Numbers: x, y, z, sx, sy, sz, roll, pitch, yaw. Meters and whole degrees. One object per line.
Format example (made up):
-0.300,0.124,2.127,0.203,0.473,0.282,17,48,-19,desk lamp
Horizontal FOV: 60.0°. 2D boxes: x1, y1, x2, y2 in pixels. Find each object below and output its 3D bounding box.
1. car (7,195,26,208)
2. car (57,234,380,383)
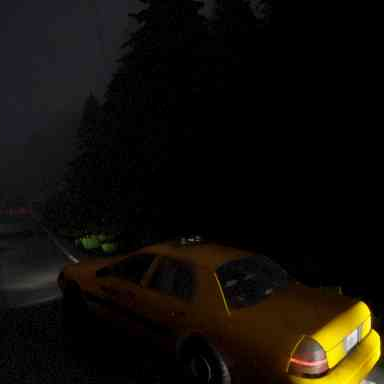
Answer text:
-21.116,1.057,40.070,2.128,1.511,4.902,-2,2,-26,car
-0.250,1.417,5.085,5.366,1.575,1.801,1,1,44,car
